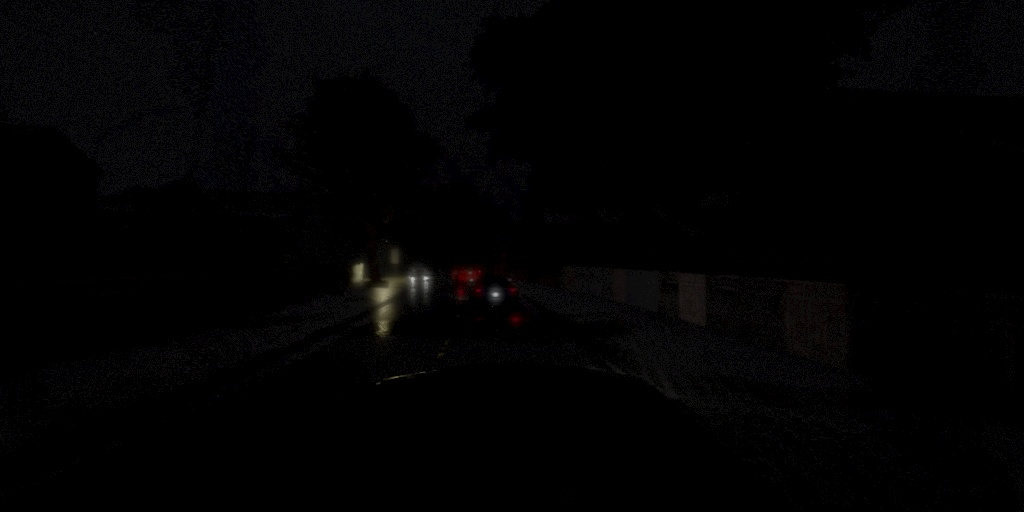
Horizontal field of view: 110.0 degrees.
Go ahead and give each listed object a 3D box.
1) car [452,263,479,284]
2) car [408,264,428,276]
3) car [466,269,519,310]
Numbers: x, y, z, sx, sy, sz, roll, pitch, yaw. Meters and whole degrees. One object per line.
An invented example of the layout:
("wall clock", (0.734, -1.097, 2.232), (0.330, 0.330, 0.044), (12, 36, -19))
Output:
("car", (-3.860, 1.392, 30.330), (2.097, 1.767, 4.553), (0, -1, -15))
("car", (-11.369, 1.659, 43.278), (1.812, 1.442, 4.674), (1, -1, -22))
("car", (-0.883, 1.460, 15.575), (1.994, 1.385, 4.181), (0, -1, -8))
